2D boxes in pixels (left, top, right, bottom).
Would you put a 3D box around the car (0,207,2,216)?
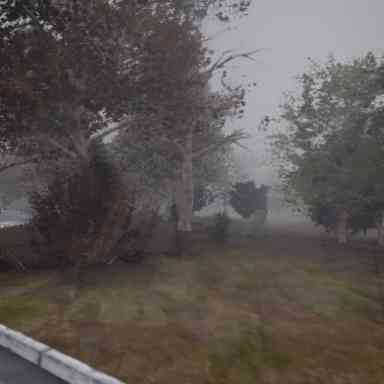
[{"bbox_3d":[-18.999,1.515,30.624,1.994,1.385,4.181,0,0,-41],"label":"car"}]
